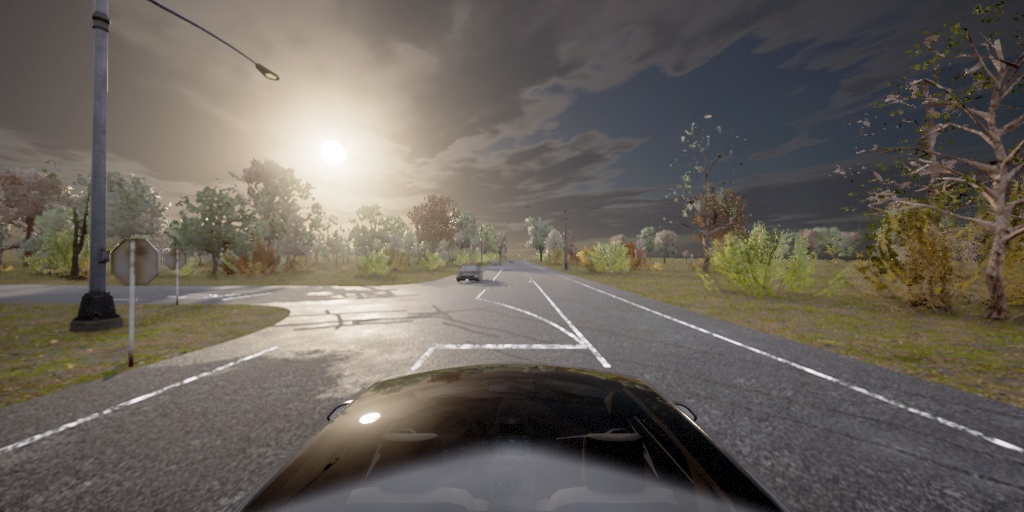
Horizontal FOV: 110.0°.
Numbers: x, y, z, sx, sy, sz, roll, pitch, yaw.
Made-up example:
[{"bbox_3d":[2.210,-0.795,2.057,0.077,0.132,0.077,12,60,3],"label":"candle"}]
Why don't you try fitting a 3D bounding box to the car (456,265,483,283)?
[{"bbox_3d":[-3.419,1.459,29.914,2.033,1.411,5.357,0,0,0],"label":"car"}]
